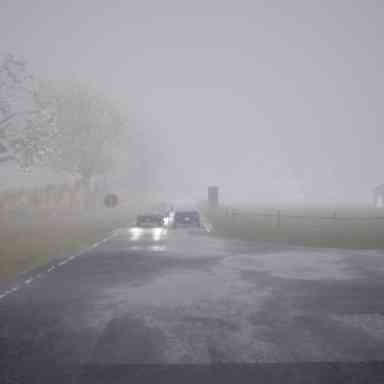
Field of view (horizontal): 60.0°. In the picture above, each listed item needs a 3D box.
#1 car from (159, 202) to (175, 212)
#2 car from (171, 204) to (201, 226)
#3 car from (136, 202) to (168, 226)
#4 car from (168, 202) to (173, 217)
[{"bbox_3d":[-3.455,2.072,46.282,1.895,1.301,4.718,0,-1,0],"label":"car"},{"bbox_3d":[-0.359,1.757,25.737,1.882,1.535,5.008,0,-1,-1],"label":"car"},{"bbox_3d":[-3.214,1.754,26.479,1.882,1.535,5.008,0,-1,-1],"label":"car"},{"bbox_3d":[-3.339,1.879,36.245,1.837,1.490,4.892,0,-1,-1],"label":"car"}]
